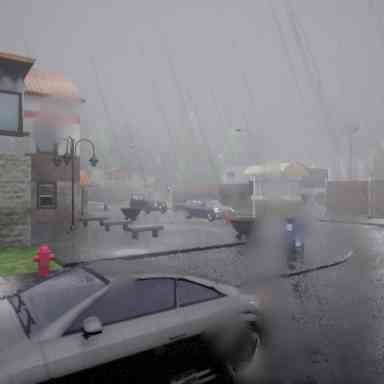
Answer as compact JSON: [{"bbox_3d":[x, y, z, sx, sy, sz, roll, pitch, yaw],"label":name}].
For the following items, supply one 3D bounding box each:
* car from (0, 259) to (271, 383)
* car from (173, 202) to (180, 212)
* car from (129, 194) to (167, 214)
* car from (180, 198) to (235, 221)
[{"bbox_3d":[-1.047,1.564,3.858,4.181,1.385,1.994,0,0,-35],"label":"car"},{"bbox_3d":[-0.293,1.526,36.637,1.812,1.442,4.674,0,0,-35],"label":"car"},{"bbox_3d":[-4.797,1.221,35.787,2.150,2.045,5.566,0,0,-35],"label":"car"},{"bbox_3d":[1.380,1.352,27.067,2.097,1.767,4.553,0,0,-35],"label":"car"}]
